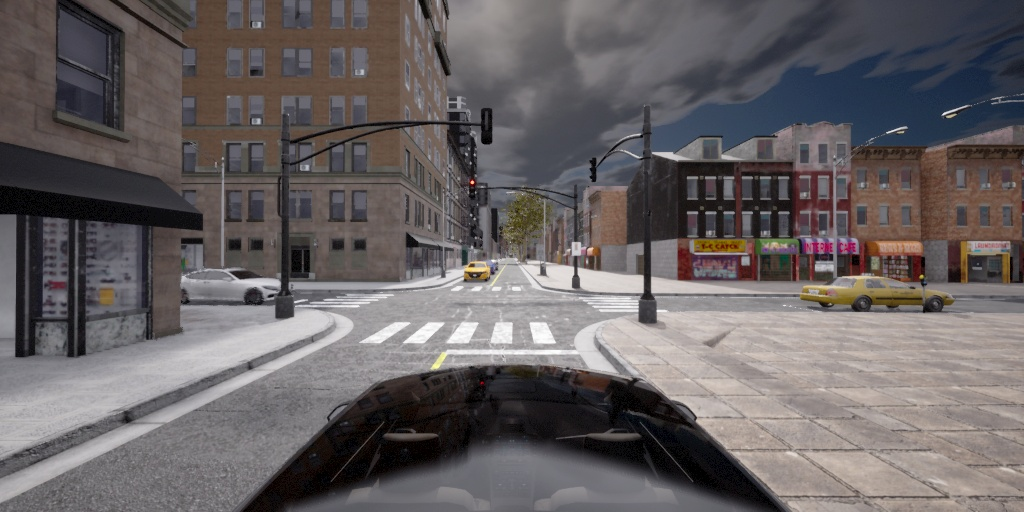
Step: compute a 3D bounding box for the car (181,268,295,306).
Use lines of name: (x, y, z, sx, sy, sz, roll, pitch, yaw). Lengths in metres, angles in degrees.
car: (-11.444, 1.210, 14.598, 4.674, 1.442, 1.812, 0, 0, -1)

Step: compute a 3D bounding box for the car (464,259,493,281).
car: (-2.841, 1.214, 29.829, 1.882, 1.535, 5.008, 0, 0, 0)

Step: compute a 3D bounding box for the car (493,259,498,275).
car: (-2.850, 1.208, 39.233, 1.882, 1.535, 5.008, 0, 0, 0)

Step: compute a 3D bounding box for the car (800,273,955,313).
car: (13.884, 1.346, 13.735, 4.829, 1.417, 1.751, 0, 0, 0)
